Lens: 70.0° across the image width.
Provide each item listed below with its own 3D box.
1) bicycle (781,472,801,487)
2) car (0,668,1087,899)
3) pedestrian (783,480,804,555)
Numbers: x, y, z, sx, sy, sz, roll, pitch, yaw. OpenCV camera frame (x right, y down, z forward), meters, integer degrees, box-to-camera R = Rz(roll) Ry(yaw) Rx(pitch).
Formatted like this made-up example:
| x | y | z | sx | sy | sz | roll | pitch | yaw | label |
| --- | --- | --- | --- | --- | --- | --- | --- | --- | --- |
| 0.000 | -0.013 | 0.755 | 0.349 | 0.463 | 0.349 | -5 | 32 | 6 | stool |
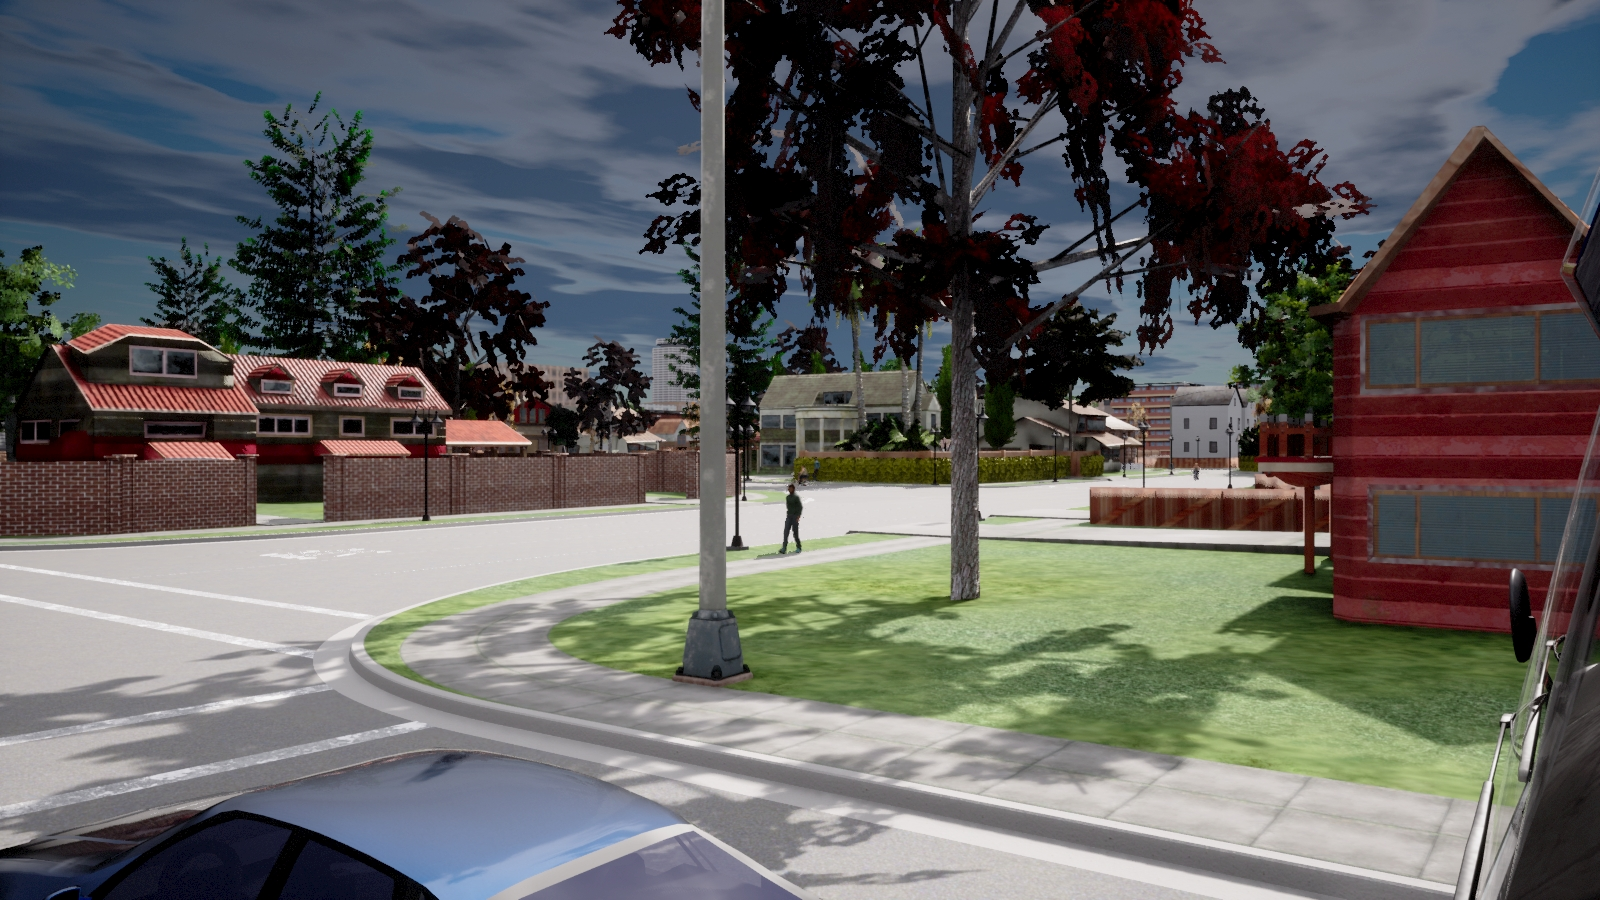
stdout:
| x | y | z | sx | sy | sz | roll | pitch | yaw | label |
| --- | --- | --- | --- | --- | --- | --- | --- | --- | --- |
| -0.691 | 2.256 | 87.995 | 0.859 | 1.080 | 1.487 | 0 | 0 | 34 | bicycle |
| -1.713 | 2.106 | 4.943 | 5.357 | 1.411 | 2.033 | 0 | 0 | 36 | car |
| -0.167 | 1.704 | 29.020 | 0.375 | 1.860 | 0.375 | 0 | 0 | 35 | pedestrian |
